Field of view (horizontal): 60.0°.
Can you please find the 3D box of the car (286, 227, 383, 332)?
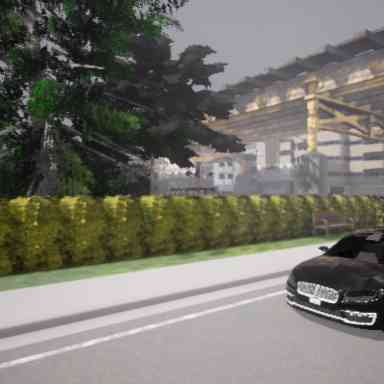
[{"bbox_3d":[3.974,1.525,6.763,4.892,1.490,1.837,1,0,-35],"label":"car"}]
